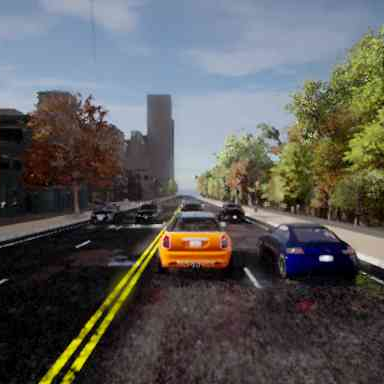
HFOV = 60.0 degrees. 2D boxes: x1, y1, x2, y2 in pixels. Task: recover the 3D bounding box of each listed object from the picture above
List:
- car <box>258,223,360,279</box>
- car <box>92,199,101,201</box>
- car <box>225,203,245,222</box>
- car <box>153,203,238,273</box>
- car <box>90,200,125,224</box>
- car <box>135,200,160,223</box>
[{"bbox_3d":[3.340,1.632,10.278,1.994,1.385,4.181,0,0,0],"label":"car"},{"bbox_3d":[-20.762,2.314,74.943,4.313,1.339,1.947,-1,1,-1],"label":"car"},{"bbox_3d":[3.304,1.690,28.125,1.837,1.490,4.892,0,0,0],"label":"car"},{"bbox_3d":[0.090,1.425,11.046,2.097,1.767,4.553,0,0,0],"label":"car"},{"bbox_3d":[-6.640,1.666,26.514,2.128,1.511,4.902,0,0,0],"label":"car"},{"bbox_3d":[-3.392,1.682,27.005,1.837,1.490,4.892,0,0,0],"label":"car"}]
